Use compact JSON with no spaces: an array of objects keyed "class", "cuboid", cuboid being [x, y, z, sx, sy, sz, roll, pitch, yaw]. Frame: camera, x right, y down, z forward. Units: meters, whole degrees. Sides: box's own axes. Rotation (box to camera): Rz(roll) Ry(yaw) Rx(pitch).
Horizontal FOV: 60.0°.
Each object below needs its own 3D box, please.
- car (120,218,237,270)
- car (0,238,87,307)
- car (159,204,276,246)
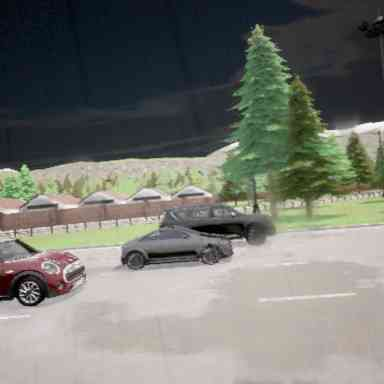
[{"class":"car","cuboid":[-0.577,1.987,12.596,4.181,1.385,1.994,-5,-1,3]},{"class":"car","cuboid":[-5.412,2.110,9.335,4.553,1.767,2.097,-5,-1,3]},{"class":"car","cuboid":[1.125,1.574,16.020,5.566,2.045,2.150,-5,-1,3]}]
